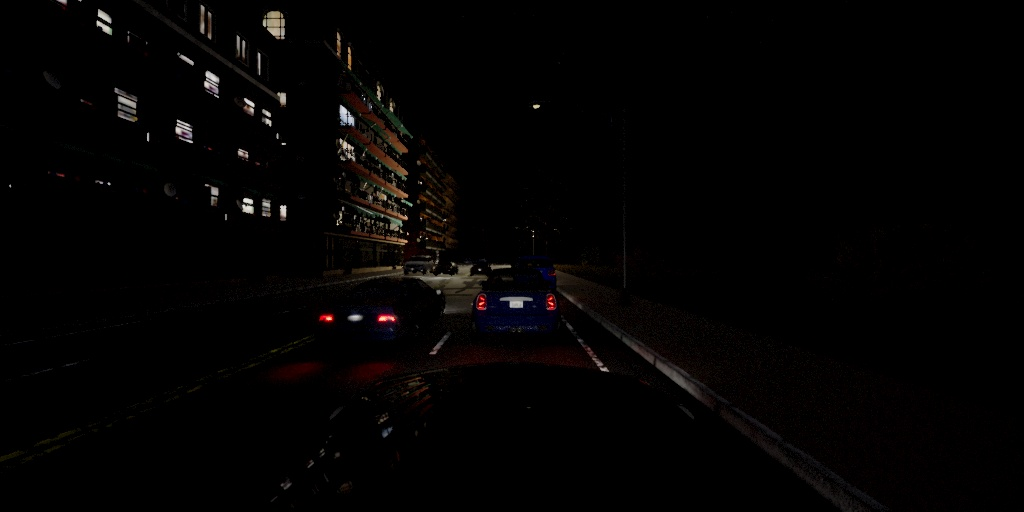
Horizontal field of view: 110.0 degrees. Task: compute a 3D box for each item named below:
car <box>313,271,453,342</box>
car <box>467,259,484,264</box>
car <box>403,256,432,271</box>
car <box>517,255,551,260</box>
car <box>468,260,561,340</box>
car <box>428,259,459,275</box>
[{"bbox_3d":[-3.153,1.298,9.723,2.033,1.411,5.357,0,0,0],"label":"car"},{"bbox_3d":[-3.149,1.316,37.039,1.994,1.385,4.181,0,0,0],"label":"car"},{"bbox_3d":[-9.852,0.973,38.202,2.150,2.045,5.566,0,0,0],"label":"car"},{"bbox_3d":[1.136,0.977,19.736,2.150,2.045,5.566,0,0,0],"label":"car"},{"bbox_3d":[0.097,1.103,10.161,2.097,1.767,4.553,0,0,0],"label":"car"},{"bbox_3d":[-6.602,1.300,36.338,2.033,1.411,5.357,0,0,0],"label":"car"}]
